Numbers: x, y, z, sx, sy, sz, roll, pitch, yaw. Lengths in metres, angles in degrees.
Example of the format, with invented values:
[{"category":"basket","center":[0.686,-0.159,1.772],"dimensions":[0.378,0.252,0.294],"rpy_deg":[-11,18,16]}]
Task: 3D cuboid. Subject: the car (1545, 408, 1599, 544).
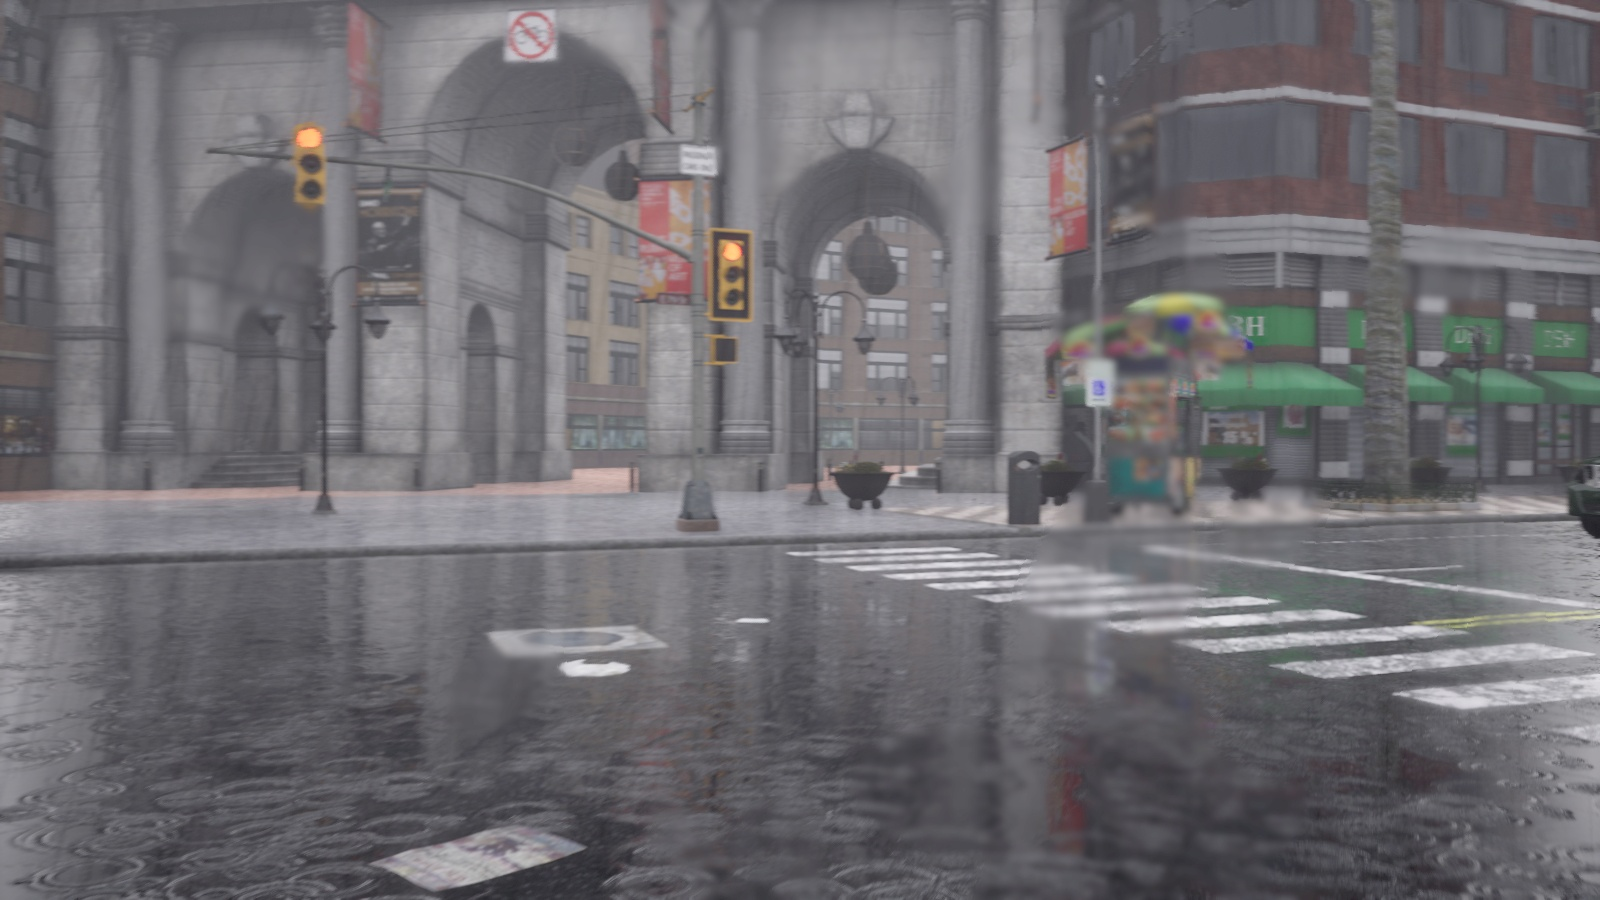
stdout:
[{"category":"car","center":[14.683,0.401,19.755],"dimensions":[5.566,2.045,2.150],"rpy_deg":[0,0,-22]}]
